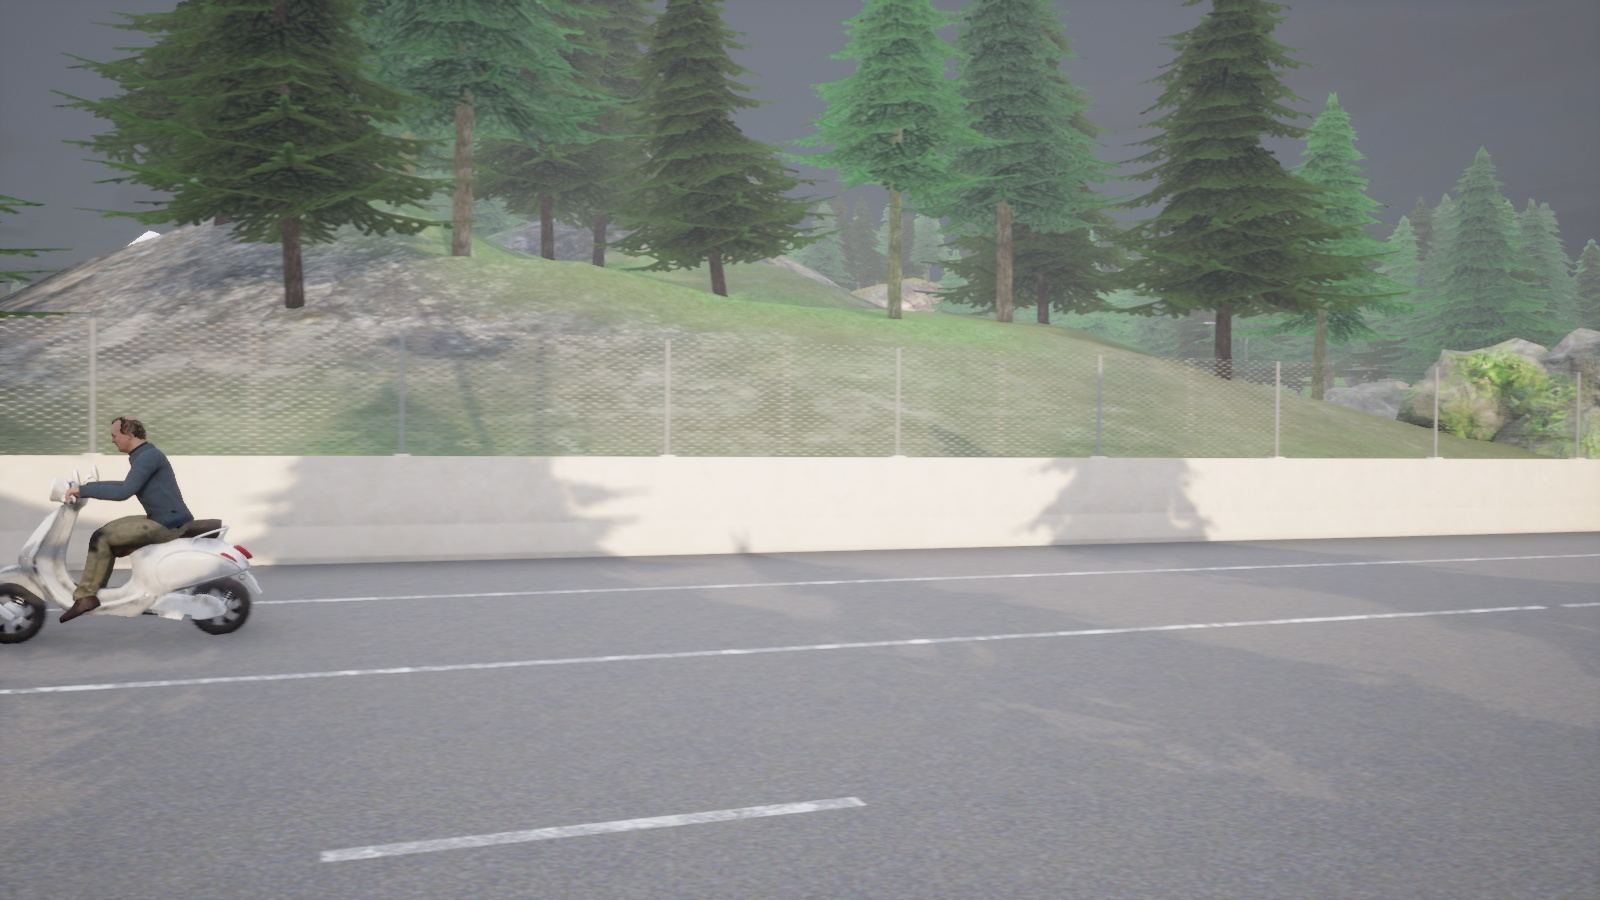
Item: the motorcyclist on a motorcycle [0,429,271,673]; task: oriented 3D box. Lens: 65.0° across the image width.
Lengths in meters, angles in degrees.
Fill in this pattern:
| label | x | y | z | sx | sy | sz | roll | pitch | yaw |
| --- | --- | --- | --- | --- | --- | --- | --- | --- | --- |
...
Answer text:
| label | x | y | z | sx | sy | sz | roll | pitch | yaw |
| --- | --- | --- | --- | --- | --- | --- | --- | --- | --- |
| motorcyclist on a motorcycle | -4.773 | 0.658 | 8.914 | 1.817 | 1.590 | 0.866 | -1 | 1 | -21 |
